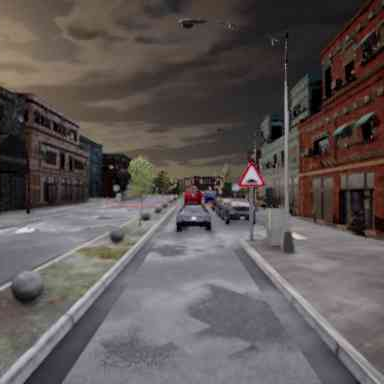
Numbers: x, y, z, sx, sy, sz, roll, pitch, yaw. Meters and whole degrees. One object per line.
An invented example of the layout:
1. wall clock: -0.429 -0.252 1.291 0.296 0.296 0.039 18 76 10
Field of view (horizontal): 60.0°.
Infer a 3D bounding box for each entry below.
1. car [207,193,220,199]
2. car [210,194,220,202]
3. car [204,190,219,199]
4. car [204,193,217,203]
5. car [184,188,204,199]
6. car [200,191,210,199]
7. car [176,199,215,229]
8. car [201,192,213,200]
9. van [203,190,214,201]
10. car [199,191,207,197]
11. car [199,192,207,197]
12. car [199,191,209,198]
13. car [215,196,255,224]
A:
1. car: 2.999 1.167 33.457 2.163 1.488 4.792 0 1 0
2. car: 2.999 1.200 27.899 2.231 1.521 4.892 0 1 0
3. car: 3.001 0.697 49.893 2.435 2.045 5.566 0 1 0
4. car: 3.001 0.930 55.383 2.002 1.452 4.674 0 1 0
5. car: 0.110 0.615 43.106 2.150 2.045 5.566 0 -3 0
6. car: 3.002 0.584 77.438 2.185 1.767 4.553 0 0 0
7. car: 0.101 1.368 19.904 1.994 1.385 4.181 0 1 0
8. car: 3.002 0.791 66.423 2.231 1.521 4.892 0 0 0
9. van: 3.002 0.610 61.023 1.878 1.987 4.442 0 1 0
10. car: 3.003 0.487 94.128 2.185 1.767 4.553 0 0 0
11. car: 3.003 0.683 88.636 2.002 1.452 4.674 0 0 0
12. car: 3.003 0.549 82.959 2.185 1.767 4.553 0 0 0
13. car: 2.998 1.261 22.252 2.231 1.521 4.892 0 1 0
